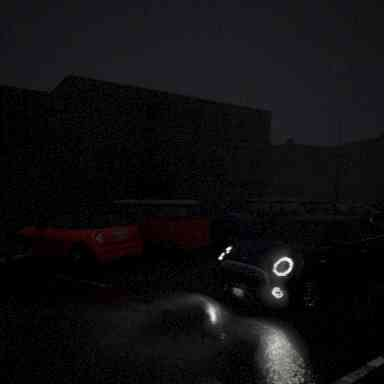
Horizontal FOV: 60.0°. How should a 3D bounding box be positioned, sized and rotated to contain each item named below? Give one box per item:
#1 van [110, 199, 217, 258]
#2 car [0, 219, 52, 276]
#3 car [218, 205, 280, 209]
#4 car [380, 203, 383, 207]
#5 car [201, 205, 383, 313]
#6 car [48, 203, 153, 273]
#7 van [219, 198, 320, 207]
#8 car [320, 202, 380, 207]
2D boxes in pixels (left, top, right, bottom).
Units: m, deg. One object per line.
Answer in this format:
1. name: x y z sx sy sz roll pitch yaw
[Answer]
1. van: -1.538 1.261 12.633 4.442 1.987 1.878 -1 -1 35
2. car: -6.212 1.526 9.164 4.674 1.452 2.002 -1 -1 35
3. car: 0.953 1.486 14.267 5.008 1.535 2.097 -1 -1 35
4. car: 10.498 1.506 21.094 4.892 1.521 2.231 -1 -1 35
5. car: 2.725 1.351 7.765 4.553 1.767 2.097 0 0 -35
6. car: -3.803 1.358 10.846 4.553 1.767 2.185 -1 0 34
7. van: 3.435 1.262 15.918 4.442 1.987 1.878 -1 -1 34
8. car: 8.090 1.374 19.407 4.553 1.767 2.185 -1 -1 35
